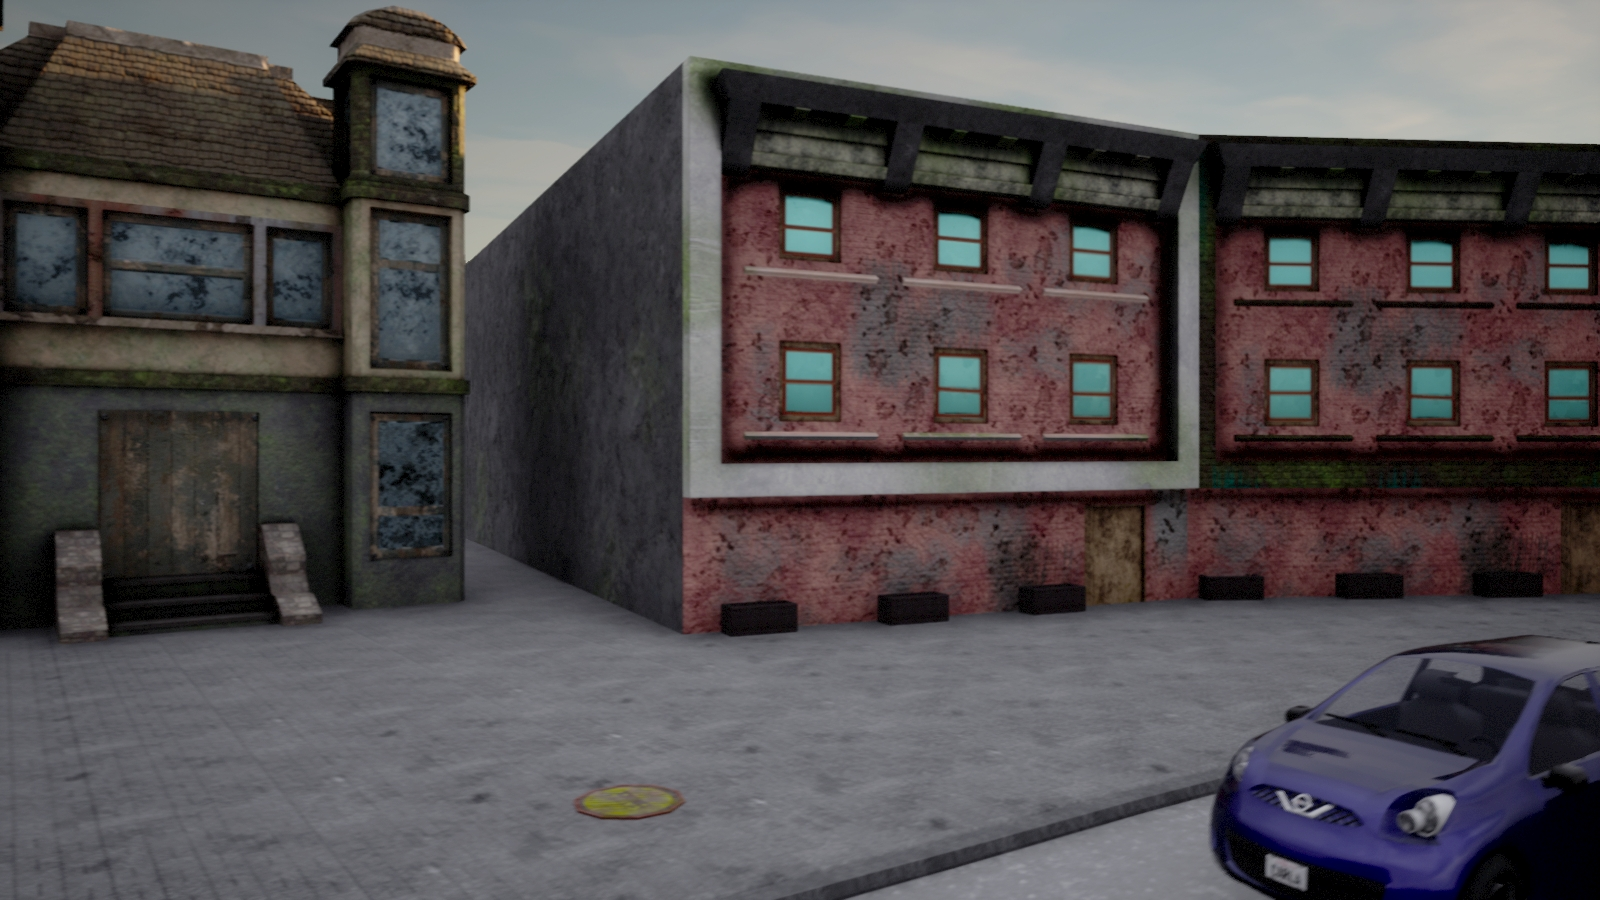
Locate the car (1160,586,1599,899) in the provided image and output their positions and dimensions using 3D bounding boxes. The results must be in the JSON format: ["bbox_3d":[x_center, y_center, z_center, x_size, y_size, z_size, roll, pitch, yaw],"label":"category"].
[{"bbox_3d":[4.304,1.819,7.286,3.633,1.501,1.845,0,0,-29],"label":"car"}]
